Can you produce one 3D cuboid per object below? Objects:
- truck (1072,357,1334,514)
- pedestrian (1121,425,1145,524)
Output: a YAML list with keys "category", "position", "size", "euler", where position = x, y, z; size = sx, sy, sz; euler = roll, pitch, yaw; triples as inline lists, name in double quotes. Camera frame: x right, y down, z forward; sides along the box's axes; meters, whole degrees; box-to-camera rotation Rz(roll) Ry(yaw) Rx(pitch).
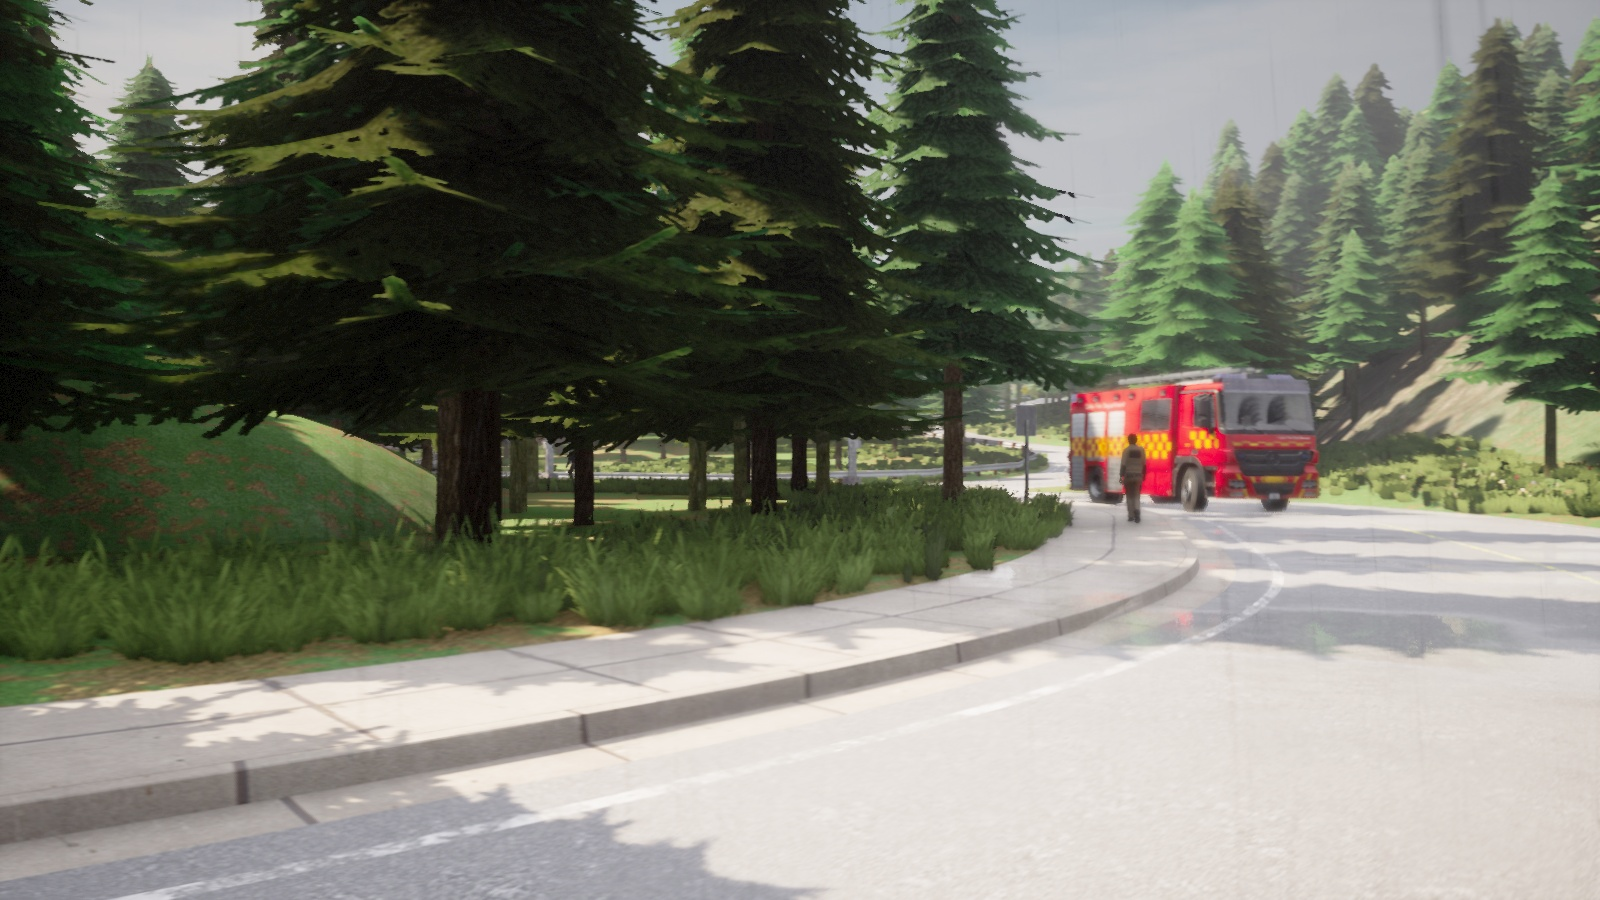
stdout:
- category: "truck"
  position: [10.838, -0.328, 35.021]
  size: [2.891, 3.827, 8.468]
  euler: [0, 0, -14]
- category: "pedestrian"
  position: [6.598, 0.476, 24.892]
  size: [0.396, 1.930, 0.692]
  euler: [0, 0, 9]
